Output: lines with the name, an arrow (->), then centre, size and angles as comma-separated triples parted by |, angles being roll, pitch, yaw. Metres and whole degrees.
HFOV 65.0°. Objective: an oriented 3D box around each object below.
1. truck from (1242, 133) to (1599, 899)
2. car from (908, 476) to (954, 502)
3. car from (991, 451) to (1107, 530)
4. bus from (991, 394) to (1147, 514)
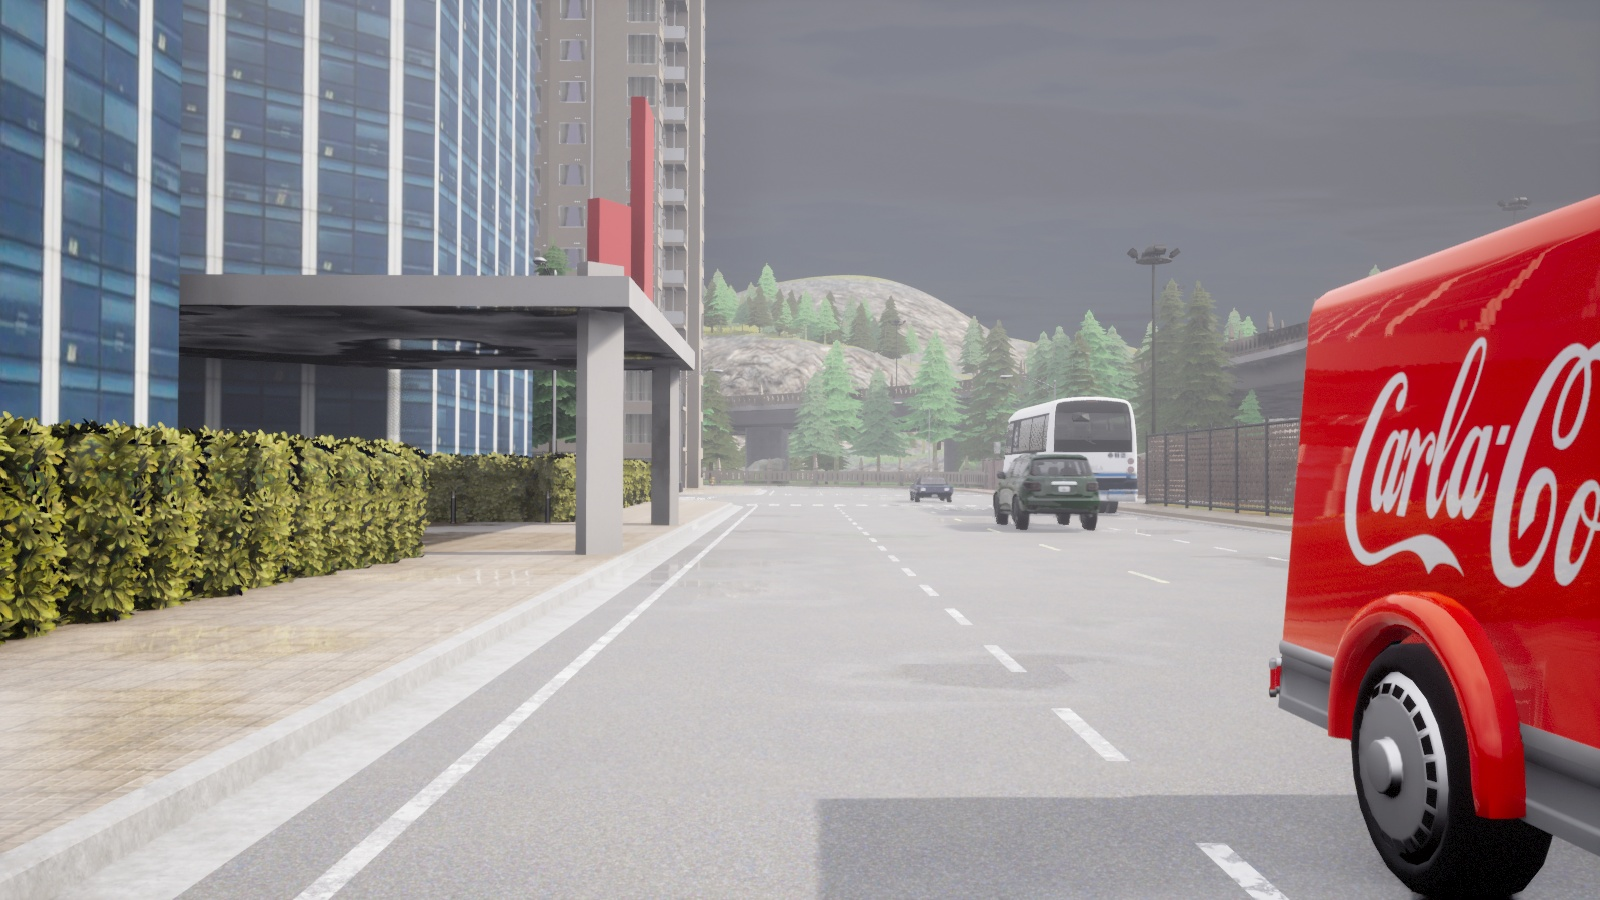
truck -> 3.488, 0.370, 3.521 | 2.627, 2.467, 5.204 | 0, -1, 0
car -> 6.827, 2.008, 65.776 | 1.895, 1.301, 4.718 | 0, -1, 0
car -> 6.904, 1.101, 35.514 | 2.150, 2.045, 5.566 | 0, -1, 0
bus -> 10.362, 0.232, 49.859 | 3.944, 4.253, 10.273 | 0, -1, 0
